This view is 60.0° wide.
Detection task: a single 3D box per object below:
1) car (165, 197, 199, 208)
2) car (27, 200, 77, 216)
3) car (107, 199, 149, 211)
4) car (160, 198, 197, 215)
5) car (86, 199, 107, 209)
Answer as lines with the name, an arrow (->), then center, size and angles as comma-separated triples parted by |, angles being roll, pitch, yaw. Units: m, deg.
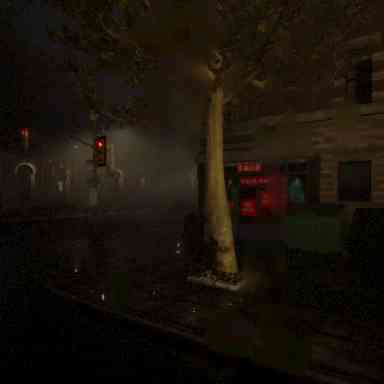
car -> -1.368, 1.547, 48.282 | 2.033, 1.411, 5.357 | 0, 0, 36
car -> -13.334, 1.526, 31.926 | 1.812, 1.442, 4.674 | 0, 0, 36
car -> -7.440, 1.601, 40.004 | 1.895, 1.301, 4.718 | 0, 0, 36
car -> -1.376, 1.525, 34.400 | 1.812, 1.442, 4.674 | 0, 0, 36
car -> -11.918, 1.595, 45.144 | 1.895, 1.301, 4.718 | 0, 0, 36
